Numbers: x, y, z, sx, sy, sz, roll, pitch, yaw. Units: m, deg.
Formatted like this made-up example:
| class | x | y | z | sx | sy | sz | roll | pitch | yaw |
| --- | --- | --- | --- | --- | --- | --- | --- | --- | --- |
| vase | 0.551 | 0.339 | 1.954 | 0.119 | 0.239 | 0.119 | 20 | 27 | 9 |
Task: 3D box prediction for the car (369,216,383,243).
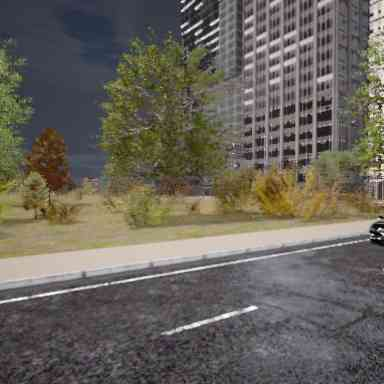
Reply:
| class | x | y | z | sx | sy | sz | roll | pitch | yaw |
| --- | --- | --- | --- | --- | --- | --- | --- | --- | --- |
| car | 9.639 | 1.452 | 14.555 | 4.892 | 1.490 | 1.837 | 0 | 0 | -35 |
